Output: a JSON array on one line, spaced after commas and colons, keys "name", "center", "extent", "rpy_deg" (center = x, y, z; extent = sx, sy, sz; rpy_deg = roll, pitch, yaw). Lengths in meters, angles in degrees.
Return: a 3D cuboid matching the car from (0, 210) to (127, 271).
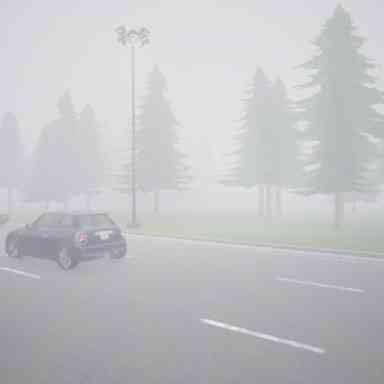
[{"name": "car", "center": [-4.408, 1.410, 11.428], "extent": [4.553, 1.767, 2.097], "rpy_deg": [-1, 0, 36]}]
